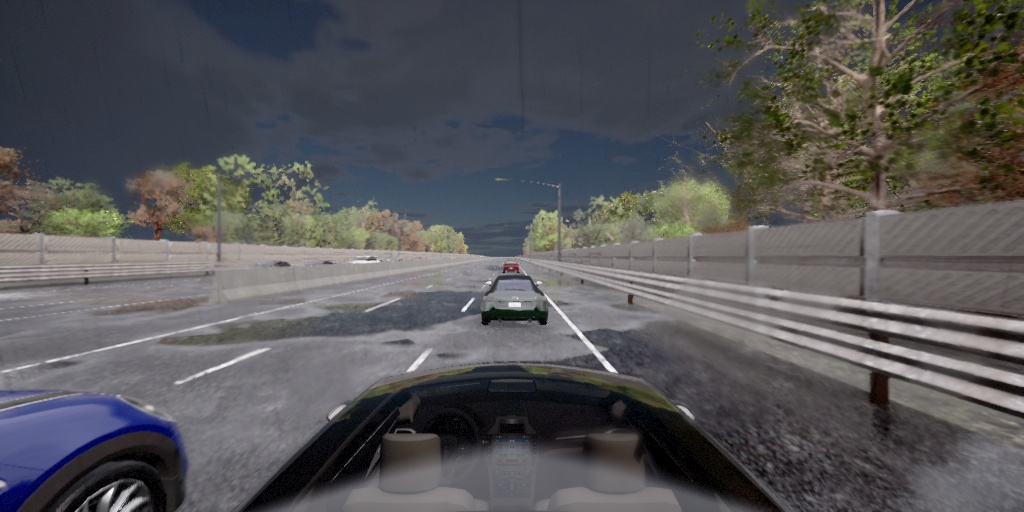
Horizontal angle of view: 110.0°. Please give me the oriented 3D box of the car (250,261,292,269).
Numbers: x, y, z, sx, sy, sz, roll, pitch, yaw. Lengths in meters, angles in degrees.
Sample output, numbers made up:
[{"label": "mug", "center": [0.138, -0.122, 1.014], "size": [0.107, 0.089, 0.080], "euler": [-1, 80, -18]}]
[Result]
[{"label": "car", "center": [-24.768, 1.262, 37.013], "size": [1.837, 1.490, 4.892], "euler": [0, 0, 0]}]

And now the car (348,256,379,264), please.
[{"label": "car", "center": [-17.795, 0.983, 43.098], "size": [2.150, 2.045, 5.566], "euler": [0, 0, 0]}]

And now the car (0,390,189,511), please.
[{"label": "car", "center": [-3.409, 1.103, 0.699], "size": [2.097, 1.767, 4.553], "euler": [0, 0, 0]}]

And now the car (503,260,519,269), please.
[{"label": "car", "center": [-0.115, 1.235, 43.647], "size": [1.882, 1.535, 5.008], "euler": [0, 0, 0]}]

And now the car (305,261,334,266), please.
[{"label": "car", "center": [-21.277, 1.263, 39.428], "size": [1.837, 1.490, 4.892], "euler": [0, 0, 0]}]

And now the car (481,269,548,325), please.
[{"label": "car", "center": [0.067, 1.316, 11.907], "size": [1.994, 1.385, 4.181], "euler": [0, 0, 0]}]
